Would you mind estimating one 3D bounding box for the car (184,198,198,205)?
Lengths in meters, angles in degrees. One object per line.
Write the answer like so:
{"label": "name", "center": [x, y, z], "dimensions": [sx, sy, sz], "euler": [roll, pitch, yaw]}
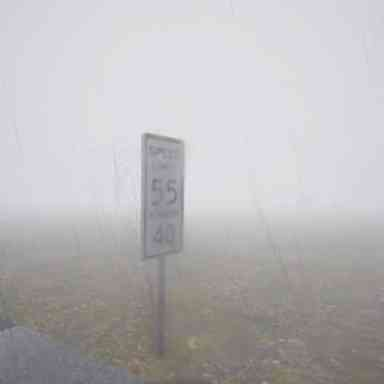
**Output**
{"label": "car", "center": [-0.544, 2.159, 74.684], "dimensions": [1.882, 1.535, 5.008], "euler": [1, 0, 36]}
